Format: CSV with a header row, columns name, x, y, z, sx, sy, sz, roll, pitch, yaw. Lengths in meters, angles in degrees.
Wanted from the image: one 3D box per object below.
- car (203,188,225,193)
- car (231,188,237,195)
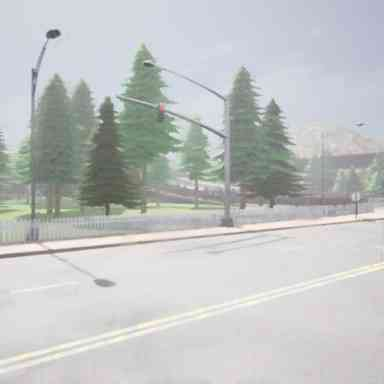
name,x,y,z,sx,sy,sz,roll,pitch,yaw
car,4.076,0.028,70.433,2.033,1.411,5.357,0,6,-37
car,6.875,-0.015,72.534,1.837,1.490,4.892,0,6,-37
